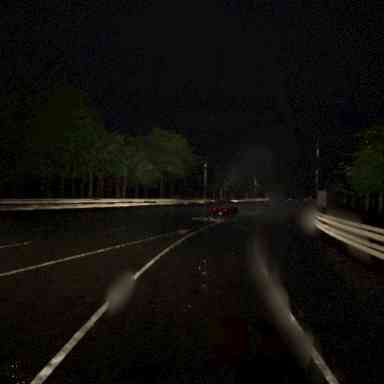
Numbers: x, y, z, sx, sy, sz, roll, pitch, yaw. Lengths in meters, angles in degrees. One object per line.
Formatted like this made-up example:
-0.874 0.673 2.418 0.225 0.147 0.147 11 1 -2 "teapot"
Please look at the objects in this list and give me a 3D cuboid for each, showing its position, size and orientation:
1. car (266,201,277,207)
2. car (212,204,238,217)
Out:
17.618 2.588 73.207 1.994 1.385 4.181 2 0 21 "car"
3.682 1.924 36.130 1.895 1.301 4.718 2 0 21 "car"
